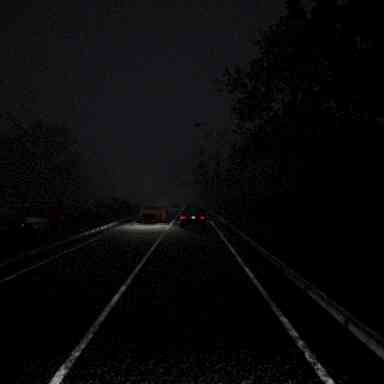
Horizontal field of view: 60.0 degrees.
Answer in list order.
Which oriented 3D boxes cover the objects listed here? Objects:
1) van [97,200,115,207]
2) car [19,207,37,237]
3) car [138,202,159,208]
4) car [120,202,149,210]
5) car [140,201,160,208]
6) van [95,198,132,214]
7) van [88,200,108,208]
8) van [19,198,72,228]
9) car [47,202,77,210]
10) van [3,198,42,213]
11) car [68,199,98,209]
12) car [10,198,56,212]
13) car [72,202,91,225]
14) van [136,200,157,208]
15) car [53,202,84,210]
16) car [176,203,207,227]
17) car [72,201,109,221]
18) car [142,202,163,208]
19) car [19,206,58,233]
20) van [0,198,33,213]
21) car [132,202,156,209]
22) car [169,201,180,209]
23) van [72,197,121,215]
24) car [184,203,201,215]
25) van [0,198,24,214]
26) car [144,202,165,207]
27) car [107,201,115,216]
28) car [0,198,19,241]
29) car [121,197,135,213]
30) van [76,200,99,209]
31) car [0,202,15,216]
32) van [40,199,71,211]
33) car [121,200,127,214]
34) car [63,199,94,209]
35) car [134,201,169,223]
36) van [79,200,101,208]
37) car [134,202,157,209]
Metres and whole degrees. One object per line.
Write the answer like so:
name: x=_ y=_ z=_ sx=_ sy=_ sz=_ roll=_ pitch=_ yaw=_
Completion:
van: x=-23.515 y=3.202 z=90.599 sx=4.442 sy=1.987 sz=1.878 roll=0 pitch=-2 yaw=0
car: x=-10.363 y=1.623 z=15.766 sx=4.792 sy=1.488 sz=2.163 roll=0 pitch=-1 yaw=0
car: x=-10.350 y=3.097 z=79.579 sx=4.792 sy=1.488 sz=2.163 roll=0 pitch=-2 yaw=0
car: x=-10.318 y=2.502 z=60.155 sx=4.892 sy=1.521 sz=2.231 roll=0 pitch=-2 yaw=0
car: x=-10.351 y=3.025 z=82.356 sx=4.553 sy=1.767 sz=2.185 roll=0 pitch=-2 yaw=0
van: x=-10.211 y=1.790 z=43.511 sx=4.442 sy=1.987 sz=1.878 roll=0 pitch=-2 yaw=0
van: x=-23.292 y=2.928 z=82.440 sx=4.442 sy=1.987 sz=1.878 roll=0 pitch=-2 yaw=0
van: x=-10.449 y=1.440 z=21.321 sx=4.442 sy=1.987 sz=1.878 roll=0 pitch=-1 yaw=0
car: x=-23.407 y=2.541 z=60.140 sx=4.674 sy=1.452 sz=2.002 roll=0 pitch=-2 yaw=0
van: x=-23.524 y=1.871 z=46.302 sx=4.442 sy=1.987 sz=1.878 roll=0 pitch=-2 yaw=0
car: x=-23.374 y=2.576 z=71.350 sx=5.566 sy=2.045 sz=2.435 roll=0 pitch=-2 yaw=0
car: x=-23.378 y=1.927 z=49.072 sx=5.566 sy=2.045 sz=2.435 roll=0 pitch=-2 yaw=0
car: x=-10.337 y=1.702 z=24.094 sx=5.008 sy=1.535 sz=2.097 roll=0 pitch=-1 yaw=0
van: x=-10.438 y=2.761 z=76.811 sx=4.442 sy=1.987 sz=1.878 roll=0 pitch=-2 yaw=0
car: x=-23.398 y=2.585 z=63.034 sx=5.008 sy=1.535 sz=2.097 roll=0 pitch=-2 yaw=0
car: x=0.089 y=1.767 z=24.334 sx=2.033 sy=1.411 sz=5.357 roll=0 pitch=-1 yaw=0
car: x=-10.301 y=1.804 z=29.644 sx=4.792 sy=1.488 sz=2.163 roll=0 pitch=-1 yaw=0
car: x=-10.504 y=3.328 z=87.896 sx=5.366 sy=1.575 sz=1.946 roll=0 pitch=-2 yaw=0
car: x=-10.335 y=1.669 z=18.541 sx=4.674 sy=1.452 sz=2.002 roll=0 pitch=-1 yaw=0
van: x=-23.524 y=1.794 z=43.658 sx=4.442 sy=1.987 sz=1.878 roll=0 pitch=-2 yaw=0
car: x=-10.293 y=2.854 z=71.254 sx=4.792 sy=1.488 sz=2.163 roll=0 pitch=-2 yaw=0
car: x=-3.311 y=2.803 z=69.497 sx=2.033 sy=1.411 sz=5.357 roll=0 pitch=-2 yaw=0
van: x=-10.213 y=1.621 z=35.201 sx=4.442 sy=1.987 sz=1.878 roll=0 pitch=-1 yaw=0
car: x=0.081 y=2.093 z=42.470 sx=2.033 sy=1.411 sz=5.357 roll=0 pitch=-1 yaw=0
van: x=-23.292 y=1.710 z=40.756 sx=4.442 sy=1.987 sz=1.878 roll=0 pitch=-1 yaw=0
car: x=-10.133 y=3.423 z=90.547 sx=5.366 sy=1.575 sz=1.946 roll=0 pitch=-2 yaw=0
car: x=-10.333 y=1.851 z=32.421 sx=4.674 sy=1.452 sz=2.002 roll=0 pitch=-1 yaw=0
car: x=-10.305 y=1.306 z=12.993 sx=5.566 sy=2.045 sz=2.435 roll=0 pitch=-1 yaw=0
car: x=-10.357 y=1.683 z=40.737 sx=5.566 sy=2.045 sz=2.435 roll=0 pitch=-2 yaw=0
van: x=-23.285 y=2.682 z=74.117 sx=4.442 sy=1.987 sz=1.878 roll=0 pitch=-2 yaw=0
car: x=-23.414 y=1.886 z=38.132 sx=5.008 sy=1.535 sz=2.097 roll=0 pitch=-1 yaw=0
van: x=-23.522 y=2.194 z=57.378 sx=4.442 sy=1.987 sz=1.878 roll=0 pitch=-2 yaw=0
car: x=-10.358 y=1.913 z=37.979 sx=4.792 sy=1.488 sz=2.163 roll=0 pitch=-1 yaw=0
car: x=-23.375 y=2.495 z=68.581 sx=5.566 sy=2.045 sz=2.435 roll=0 pitch=-2 yaw=0
car: x=-3.358 y=1.759 z=28.428 sx=1.882 sy=1.535 sz=5.008 roll=0 pitch=-1 yaw=0
van: x=-23.517 y=2.763 z=76.887 sx=4.442 sy=1.987 sz=1.878 roll=0 pitch=-2 yaw=0
car: x=-10.293 y=2.935 z=74.029 sx=4.792 sy=1.488 sz=2.163 roll=0 pitch=-2 yaw=0
